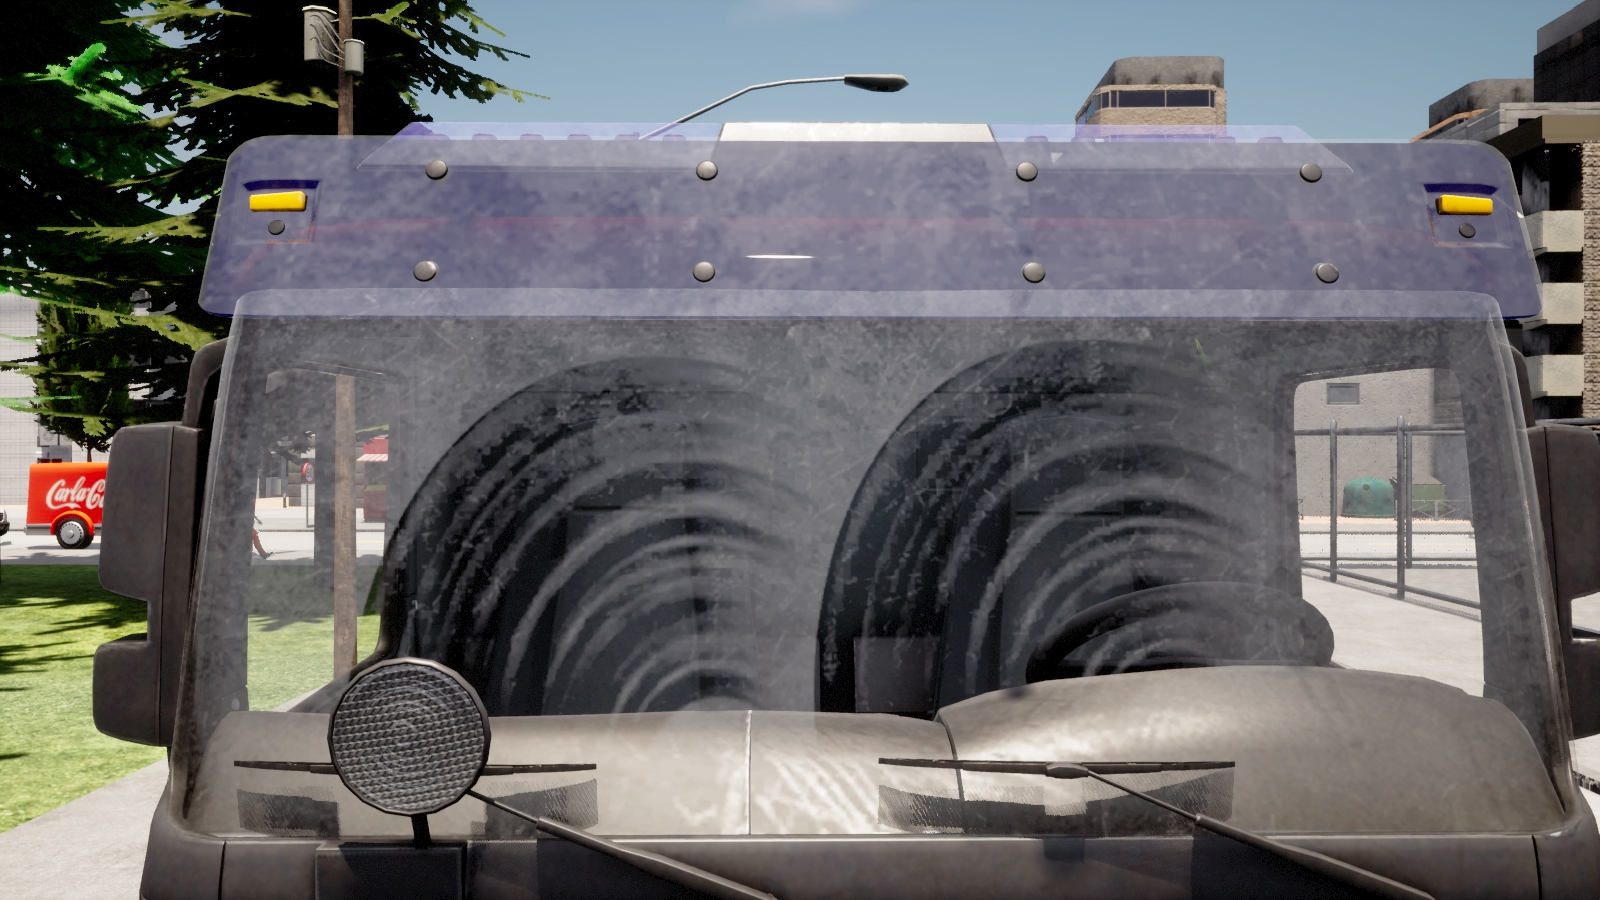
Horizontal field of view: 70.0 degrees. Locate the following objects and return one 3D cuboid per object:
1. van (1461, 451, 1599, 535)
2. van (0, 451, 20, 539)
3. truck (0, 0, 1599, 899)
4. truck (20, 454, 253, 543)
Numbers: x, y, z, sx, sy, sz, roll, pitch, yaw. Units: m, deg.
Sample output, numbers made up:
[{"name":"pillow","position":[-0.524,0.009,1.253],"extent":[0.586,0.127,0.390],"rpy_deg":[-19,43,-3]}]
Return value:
[{"name":"van","position":[24.242,1.314,35.747],"extent":[5.915,2.561,1.988],"rpy_deg":[0,0,1]},{"name":"van","position":[-26.239,1.314,33.169],"extent":[5.915,2.561,1.988],"rpy_deg":[0,0,2]},{"name":"truck","position":[0.092,0.670,5.580],"extent":[2.891,3.827,8.468],"rpy_deg":[0,0,-1]},{"name":"truck","position":[-19.012,1.348,32.943],"extent":[5.204,2.467,2.627],"rpy_deg":[0,0,1]}]
